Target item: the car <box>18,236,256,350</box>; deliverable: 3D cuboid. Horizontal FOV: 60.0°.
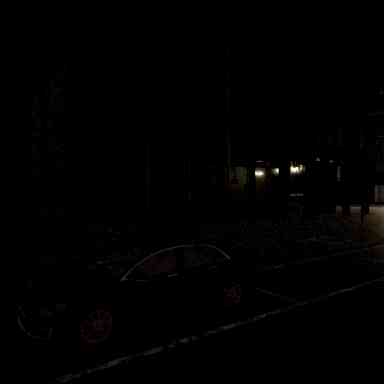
[{"bbox_3d":[-0.740,1.551,6.139,4.403,1.369,2.008,0,0,-36],"label":"car"}]
